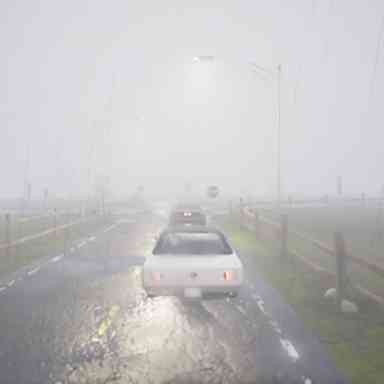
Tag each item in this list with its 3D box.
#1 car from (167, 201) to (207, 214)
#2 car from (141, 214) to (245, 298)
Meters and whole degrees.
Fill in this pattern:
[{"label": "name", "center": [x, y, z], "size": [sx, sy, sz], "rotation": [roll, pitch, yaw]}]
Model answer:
[{"label": "car", "center": [-0.263, 1.236, 17.733], "size": [1.837, 1.490, 4.892], "rotation": [0, 1, -2]}, {"label": "car", "center": [-0.007, 1.474, 8.134], "size": [1.895, 1.301, 4.718], "rotation": [0, 1, -1]}]
